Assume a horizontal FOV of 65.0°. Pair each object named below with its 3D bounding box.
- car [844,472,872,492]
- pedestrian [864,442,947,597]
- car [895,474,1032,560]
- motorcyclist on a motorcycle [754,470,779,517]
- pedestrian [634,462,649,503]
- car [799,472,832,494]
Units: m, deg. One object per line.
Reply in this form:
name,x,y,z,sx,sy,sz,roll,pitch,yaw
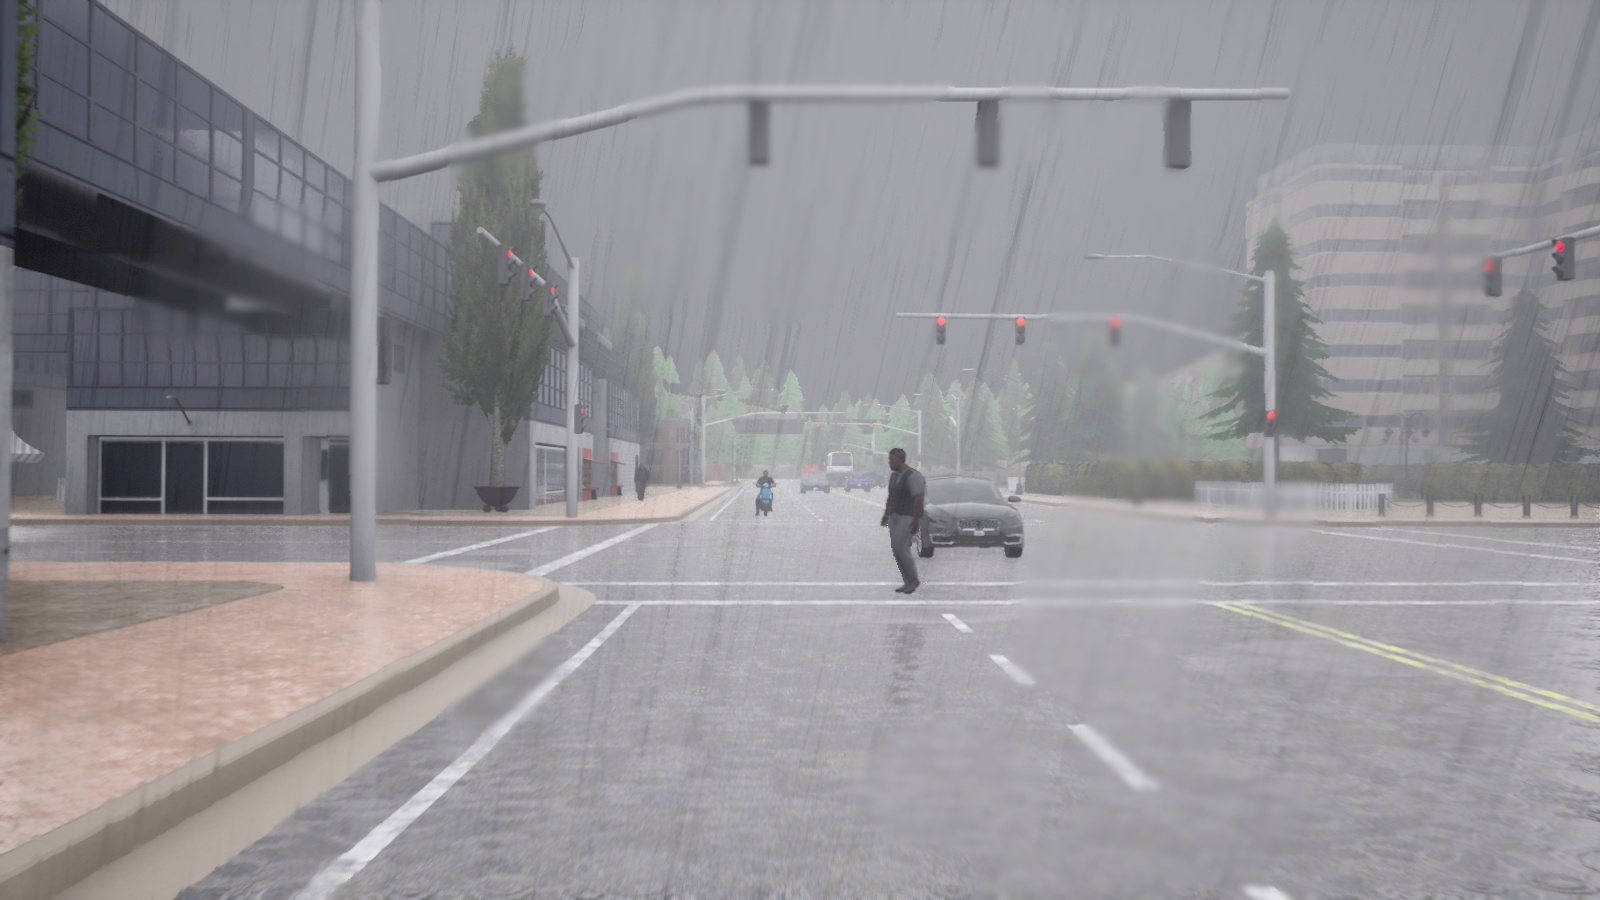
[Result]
car,4.365,2.409,95.448,1.816,1.474,4.193,0,-1,-2
pedestrian,1.313,0.850,15.666,0.849,1.883,0.563,0,-1,-27
car,3.032,1.215,24.305,1.837,1.490,4.892,0,-1,-2
motorcyclist on a motorcycle,-1.184,1.509,43.990,0.866,1.590,1.817,0,-1,-2
pedestrian,-7.216,1.461,57.274,0.634,1.844,0.899,0,-1,-4
car,1.059,2.291,88.475,2.163,1.488,4.792,0,-1,-2
